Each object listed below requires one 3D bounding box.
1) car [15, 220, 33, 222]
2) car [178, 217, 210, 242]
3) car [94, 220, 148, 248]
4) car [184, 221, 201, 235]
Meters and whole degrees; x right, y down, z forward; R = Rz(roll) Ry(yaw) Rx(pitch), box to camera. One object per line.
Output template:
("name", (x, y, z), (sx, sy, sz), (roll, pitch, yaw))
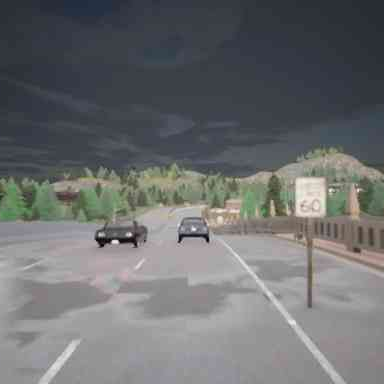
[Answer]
("car", (-17.508, 3.656, 34.383), (1.882, 1.535, 5.008), (0, -7, 0))
("car", (0.095, 2.248, 20.384), (2.033, 1.411, 5.357), (0, -4, 0))
("car", (-3.405, 2.064, 16.982), (1.895, 1.301, 4.718), (0, -4, 0))
("car", (0.089, 4.232, 38.797), (1.837, 1.490, 4.892), (0, -7, 0))
